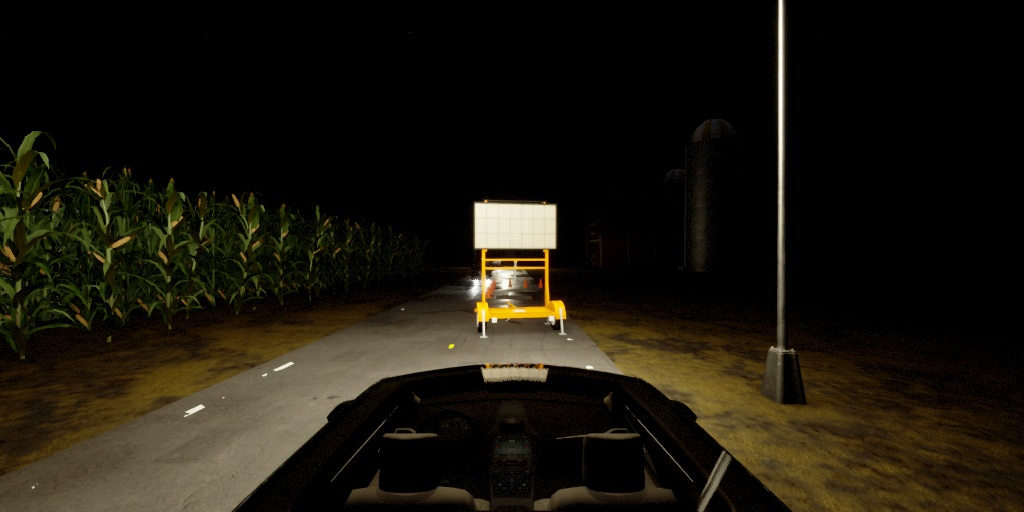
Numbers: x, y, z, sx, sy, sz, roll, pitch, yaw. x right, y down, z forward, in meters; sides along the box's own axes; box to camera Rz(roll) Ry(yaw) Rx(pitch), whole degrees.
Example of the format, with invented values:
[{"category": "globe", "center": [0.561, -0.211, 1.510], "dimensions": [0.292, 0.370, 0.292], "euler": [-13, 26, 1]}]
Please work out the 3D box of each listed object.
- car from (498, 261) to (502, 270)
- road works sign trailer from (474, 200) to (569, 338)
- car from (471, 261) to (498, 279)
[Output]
[{"category": "car", "center": [-2.642, 1.500, 59.838], "dimensions": [2.128, 1.511, 4.902], "euler": [0, 0, 0]}, {"category": "road works sign trailer", "center": [0.076, 0.219, 10.317], "dimensions": [2.380, 3.560, 2.880], "euler": [0, 0, -9]}, {"category": "car", "center": [-2.788, 1.330, 34.101], "dimensions": [2.128, 1.511, 4.902], "euler": [0, 0, 0]}]
